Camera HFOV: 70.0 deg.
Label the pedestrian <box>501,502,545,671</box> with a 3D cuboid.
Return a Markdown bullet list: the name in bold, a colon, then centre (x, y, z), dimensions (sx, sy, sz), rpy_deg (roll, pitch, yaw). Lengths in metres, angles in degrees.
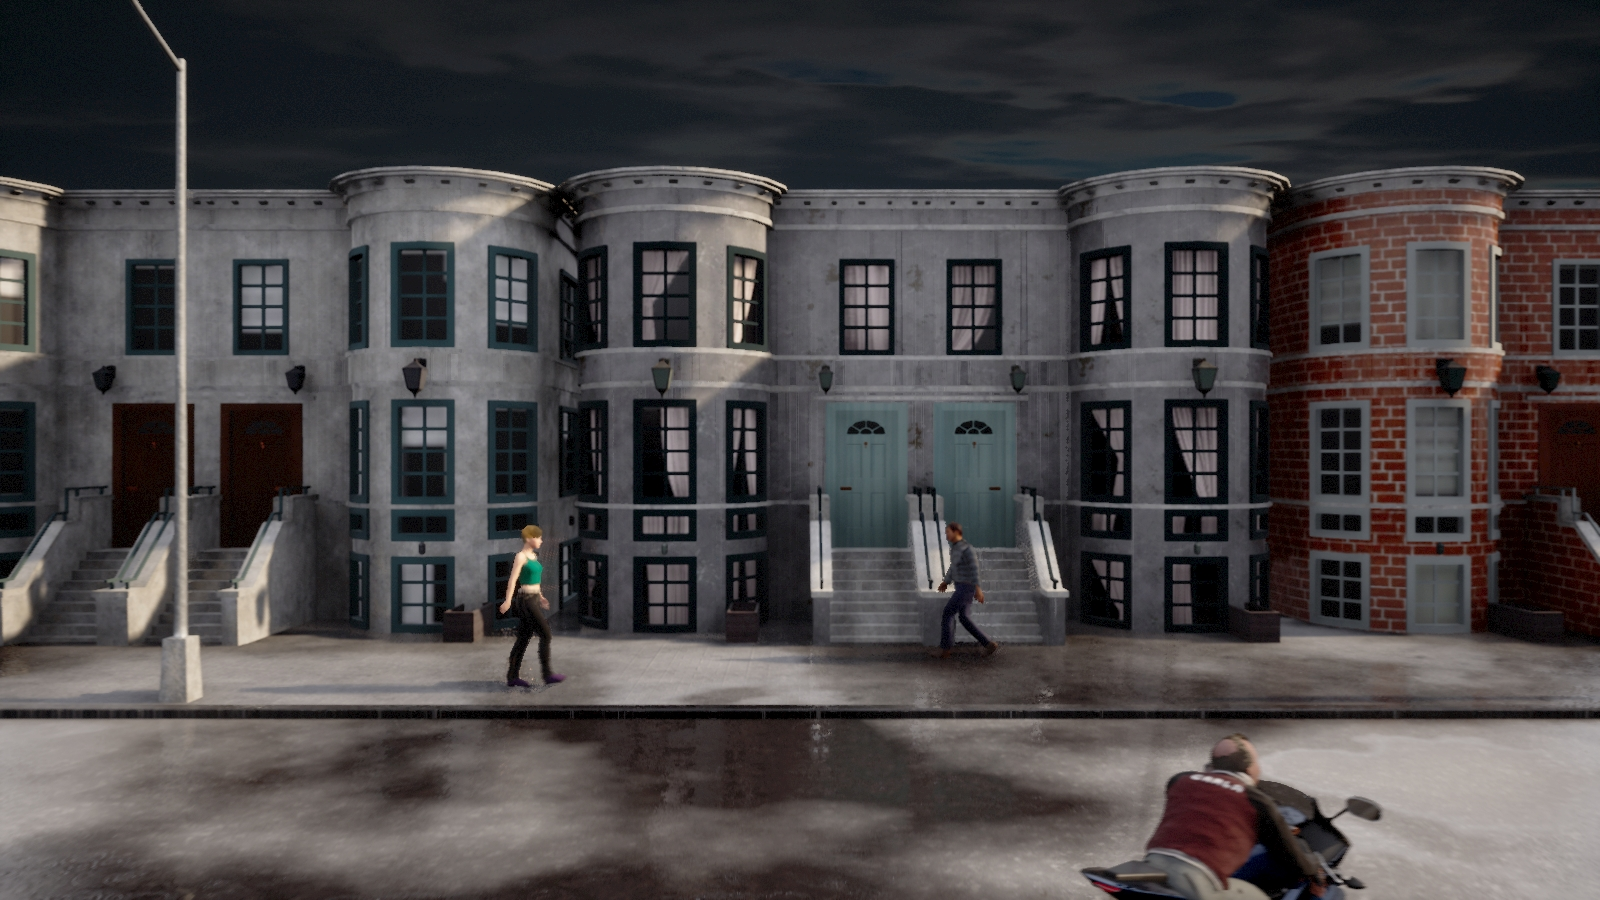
- **pedestrian**: centre (-3.127, 1.525, 12.899), dimensions (0.375, 1.860, 0.375), rpy_deg (0, 0, 7)

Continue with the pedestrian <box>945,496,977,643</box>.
- **pedestrian**: centre (2.073, 1.525, 14.714), dimensions (0.375, 1.860, 0.375), rpy_deg (0, 0, 2)
